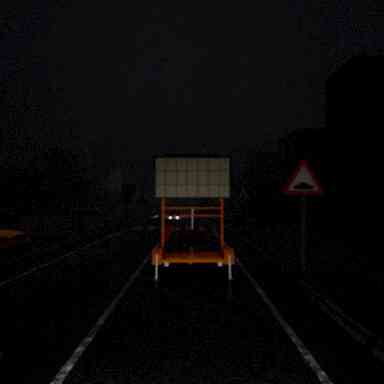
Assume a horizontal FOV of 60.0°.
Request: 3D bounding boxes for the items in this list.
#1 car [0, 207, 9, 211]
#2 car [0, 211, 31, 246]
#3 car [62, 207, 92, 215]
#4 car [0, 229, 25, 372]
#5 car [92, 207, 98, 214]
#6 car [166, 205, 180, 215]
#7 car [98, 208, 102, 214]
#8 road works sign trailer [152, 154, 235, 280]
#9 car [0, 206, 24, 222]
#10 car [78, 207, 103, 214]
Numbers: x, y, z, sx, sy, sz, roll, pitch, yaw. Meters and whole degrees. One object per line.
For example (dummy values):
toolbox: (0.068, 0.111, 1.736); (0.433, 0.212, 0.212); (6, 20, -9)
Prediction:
car: (-21.920, 2.470, 34.684); (4.674, 1.452, 2.002); (0, -2, 0)
car: (-9.381, 1.695, 13.324); (5.366, 1.575, 1.946); (0, -1, 0)
car: (-21.869, 3.605, 62.167); (4.674, 1.452, 2.002); (0, -2, 0)
car: (-3.352, 1.373, 2.217); (2.097, 1.767, 4.553); (0, -1, 0)
car: (-21.855, 3.701, 65.441); (4.892, 1.521, 2.231); (0, -2, 0)
car: (-3.168, 3.617, 60.605); (1.994, 1.385, 4.181); (0, -2, 0)
car: (-21.856, 3.835, 68.712); (5.008, 1.535, 2.097); (0, -2, 0)
road works sign trailer: (0.016, 0.618, 10.409); (2.380, 3.560, 2.880); (0, -1, -1)
car: (-21.983, 2.434, 37.859); (4.553, 1.767, 2.185); (0, -2, 0)
car: (-21.837, 4.006, 71.856); (4.674, 1.452, 2.002); (0, -2, 0)
